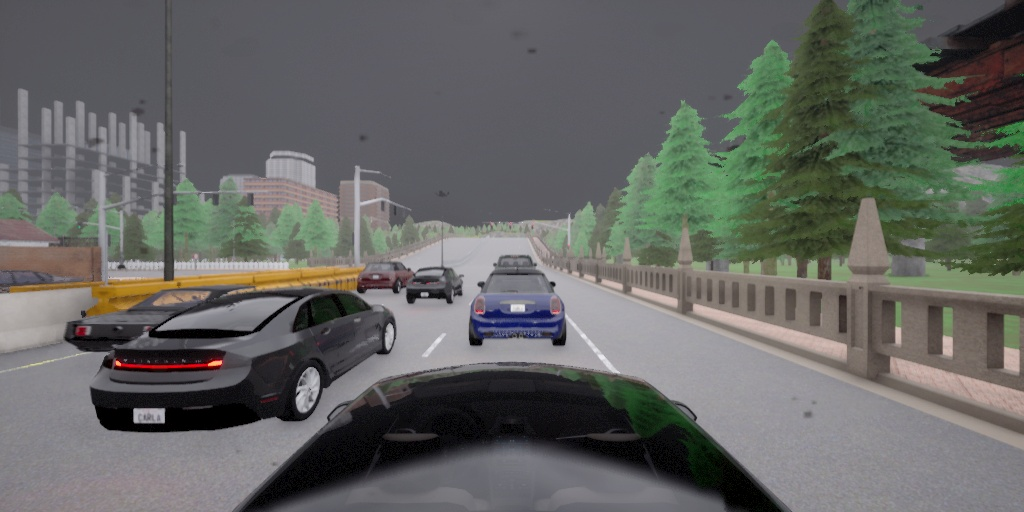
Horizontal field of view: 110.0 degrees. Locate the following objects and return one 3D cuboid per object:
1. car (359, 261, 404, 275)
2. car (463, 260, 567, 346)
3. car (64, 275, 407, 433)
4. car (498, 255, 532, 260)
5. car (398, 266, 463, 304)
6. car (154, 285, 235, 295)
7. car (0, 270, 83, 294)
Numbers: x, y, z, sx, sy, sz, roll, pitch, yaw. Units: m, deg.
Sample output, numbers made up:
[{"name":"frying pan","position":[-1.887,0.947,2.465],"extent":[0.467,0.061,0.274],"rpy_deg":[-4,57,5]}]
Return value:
[{"name":"car","position":[-6.881,1.073,20.175],"extent":[2.097,1.767,4.553],"rpy_deg":[0,0,-1]},{"name":"car","position":[0.125,1.090,9.505],"extent":[2.097,1.767,4.553],"rpy_deg":[0,0,0]},{"name":"car","position":[-3.386,1.248,5.779],"extent":[1.837,1.490,4.892],"rpy_deg":[0,0,0]},{"name":"car","position":[0.162,0.945,18.995],"extent":[2.150,2.045,5.566],"rpy_deg":[0,0,0]},{"name":"car","position":[-3.348,1.232,16.186],"extent":[1.837,1.490,4.892],"rpy_deg":[0,0,0]},{"name":"car","position":[-6.874,1.340,8.552],"extent":[1.895,1.301,4.718],"rpy_deg":[0,0,0]},{"name":"car","position":[-21.021,1.278,14.475],"extent":[2.033,1.411,5.357],"rpy_deg":[0,0,1]}]
